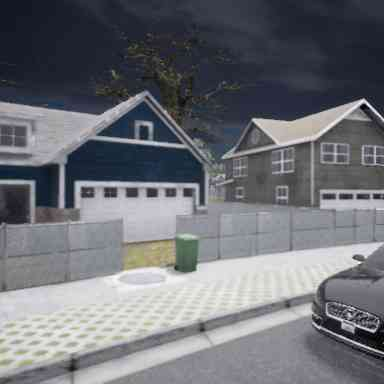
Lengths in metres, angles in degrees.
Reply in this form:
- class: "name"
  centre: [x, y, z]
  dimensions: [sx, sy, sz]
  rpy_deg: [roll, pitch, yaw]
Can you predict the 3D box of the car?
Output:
- class: "car"
  centre: [4.093, 1.484, 5.486]
  dimensions: [4.892, 1.490, 1.837]
  rpy_deg: [0, 0, -30]
